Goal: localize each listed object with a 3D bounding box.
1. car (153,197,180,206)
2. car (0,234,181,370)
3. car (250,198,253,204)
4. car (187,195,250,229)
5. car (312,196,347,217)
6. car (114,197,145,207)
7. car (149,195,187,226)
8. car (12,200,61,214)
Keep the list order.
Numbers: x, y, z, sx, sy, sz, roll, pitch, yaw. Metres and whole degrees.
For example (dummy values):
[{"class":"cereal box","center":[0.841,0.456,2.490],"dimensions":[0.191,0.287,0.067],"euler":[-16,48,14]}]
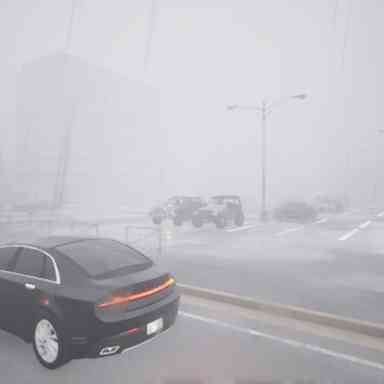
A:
[{"class":"car","center":[-4.120,1.507,54.571],"dimensions":[1.812,1.442,4.674],"euler":[0,0,34]},{"class":"car","center":[-2.454,1.502,5.750],"dimensions":[4.892,1.490,1.837],"euler":[0,0,36]},{"class":"car","center":[9.835,1.490,62.475],"dimensions":[1.837,1.490,4.892],"euler":[0,0,34]},{"class":"car","center":[1.705,1.151,20.229],"dimensions":[1.905,1.878,3.866],"euler":[0,0,34]},{"class":"car","center":[13.749,1.391,33.166],"dimensions":[1.970,1.475,3.806],"euler":[0,0,34]},{"class":"car","center":[-9.814,1.527,52.422],"dimensions":[2.033,1.411,5.357],"euler":[0,0,34]},{"class":"car","center":[-0.660,1.146,21.899],"dimensions":[1.932,1.855,4.605],"euler":[0,0,34]},{"class":"car","center":[-16.721,1.582,35.913],"dimensions":[1.895,1.301,4.718],"euler":[0,0,34]}]
